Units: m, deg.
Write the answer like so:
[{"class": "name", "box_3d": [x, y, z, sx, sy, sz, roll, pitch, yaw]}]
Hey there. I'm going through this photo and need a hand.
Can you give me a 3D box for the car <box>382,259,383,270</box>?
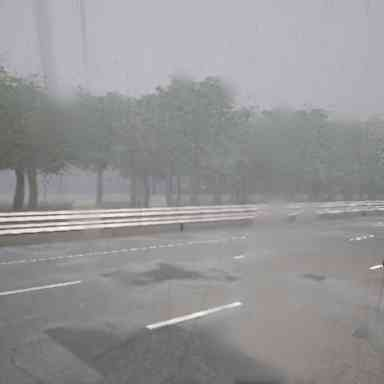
[{"class": "car", "box_3d": [7.252, 1.546, 9.037, 5.357, 1.411, 2.033, 0, 0, -35]}]
